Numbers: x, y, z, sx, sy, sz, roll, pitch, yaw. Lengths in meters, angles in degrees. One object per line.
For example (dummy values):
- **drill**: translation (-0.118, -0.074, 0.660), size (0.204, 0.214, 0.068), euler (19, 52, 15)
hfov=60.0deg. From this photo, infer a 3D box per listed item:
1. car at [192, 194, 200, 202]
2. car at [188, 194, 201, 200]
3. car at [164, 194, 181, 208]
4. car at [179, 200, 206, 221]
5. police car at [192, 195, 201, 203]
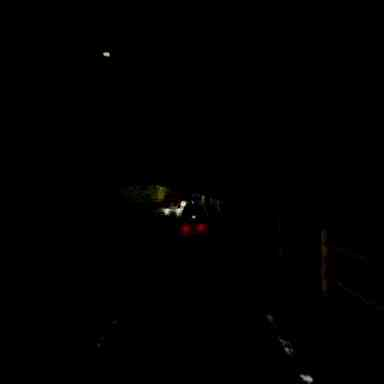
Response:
- **car**: translation (0.999, 1.446, 87.045), size (2.150, 2.045, 5.566), euler (0, 0, 0)
- **car**: translation (0.179, 1.403, 44.517), size (2.097, 1.767, 4.553), euler (0, 0, 0)
- **car**: translation (-2.731, 1.284, 48.283), size (2.150, 2.045, 5.566), euler (0, -1, 0)
- **car**: translation (0.141, 1.623, 27.435), size (1.895, 1.301, 4.718), euler (0, 0, 0)
- **police car**: translation (0.979, 1.601, 77.124), size (1.930, 1.638, 5.238), euler (0, 0, 0)
